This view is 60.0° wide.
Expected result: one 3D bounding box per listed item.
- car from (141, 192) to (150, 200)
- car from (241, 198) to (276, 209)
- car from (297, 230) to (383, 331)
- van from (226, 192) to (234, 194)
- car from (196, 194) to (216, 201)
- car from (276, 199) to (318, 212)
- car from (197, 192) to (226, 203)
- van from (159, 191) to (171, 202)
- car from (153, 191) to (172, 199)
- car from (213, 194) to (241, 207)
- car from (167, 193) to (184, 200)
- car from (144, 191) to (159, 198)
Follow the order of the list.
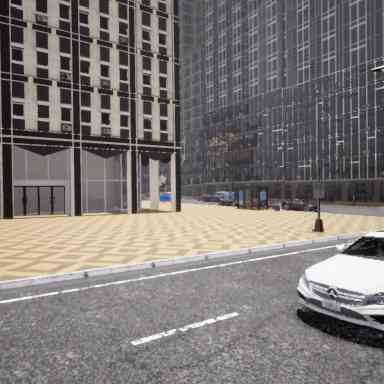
[{"bbox_3d":[-10.694,1.039,68.679,2.008,1.369,4.403,0,1,-34],"label":"car"},{"bbox_3d":[8.425,1.388,40.444,1.802,1.307,4.206,0,1,-34],"label":"car"},{"bbox_3d":[4.090,1.522,6.576,4.674,1.442,1.812,0,0,-35],"label":"car"},{"bbox_3d":[5.835,0.855,59.309,1.690,1.788,3.998,0,1,-34],"label":"van"},{"bbox_3d":[2.634,1.043,64.008,1.802,1.307,4.206,0,1,-34],"label":"car"},{"bbox_3d":[11.613,1.424,35.736,1.947,1.339,4.313,0,1,-34],"label":"car"},{"bbox_3d":[3.452,1.115,58.221,1.994,1.385,4.181,-1,1,-36],"label":"car"},{"bbox_3d":[-4.290,0.937,59.285,1.690,1.788,3.998,0,1,-34],"label":"van"},{"bbox_3d":[-6.972,0.615,78.092,2.192,1.841,5.009,0,1,-34],"label":"car"},{"bbox_3d":[5.271,1.319,45.172,1.947,1.339,4.313,0,1,-34],"label":"car"},{"bbox_3d":[-3.770,0.936,73.400,1.802,1.307,4.206,0,1,-34],"label":"car"},{"bbox_3d":[-10.174,0.686,82.789,1.967,1.590,4.097,0,1,-34],"label":"car"}]
